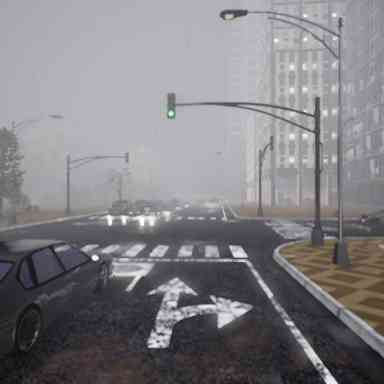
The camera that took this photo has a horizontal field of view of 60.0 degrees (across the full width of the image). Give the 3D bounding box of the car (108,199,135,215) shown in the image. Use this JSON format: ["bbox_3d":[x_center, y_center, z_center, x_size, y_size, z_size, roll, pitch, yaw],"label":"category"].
[{"bbox_3d":[-7.855,1.604,37.627,2.097,1.767,4.553,0,0,5],"label":"car"}]

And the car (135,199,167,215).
[{"bbox_3d":[-4.578,1.745,37.710,2.128,1.511,4.902,0,0,4],"label":"car"}]

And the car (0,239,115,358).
[{"bbox_3d":[-3.050,1.589,6.041,2.033,1.411,5.357,0,0,5],"label":"car"}]

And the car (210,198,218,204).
[{"bbox_3d":[5.267,2.032,78.367,1.882,1.535,5.008,0,0,5],"label":"car"}]

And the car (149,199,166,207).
[{"bbox_3d":[-6.092,1.955,59.416,2.033,1.411,5.357,0,0,5],"label":"car"}]

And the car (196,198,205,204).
[{"bbox_3d":[2.013,2.105,78.441,1.994,1.385,4.181,0,0,5],"label":"car"}]

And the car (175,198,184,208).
[{"bbox_3d":[-2.981,1.873,57.671,1.882,1.535,5.008,0,-1,5],"label":"car"}]

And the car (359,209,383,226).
[{"bbox_3d":[14.366,1.547,22.519,5.357,1.411,2.033,-1,0,5],"label":"car"}]

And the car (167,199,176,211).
[{"bbox_3d":[-3.856,1.919,46.902,1.895,1.301,4.718,0,0,5],"label":"car"}]

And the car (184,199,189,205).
[{"bbox_3d":[-1.723,2.087,72.468,1.895,1.301,4.718,0,0,5],"label":"car"}]

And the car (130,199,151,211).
[{"bbox_3d":[-7.131,1.793,46.705,1.882,1.535,5.008,0,0,5],"label":"car"}]
